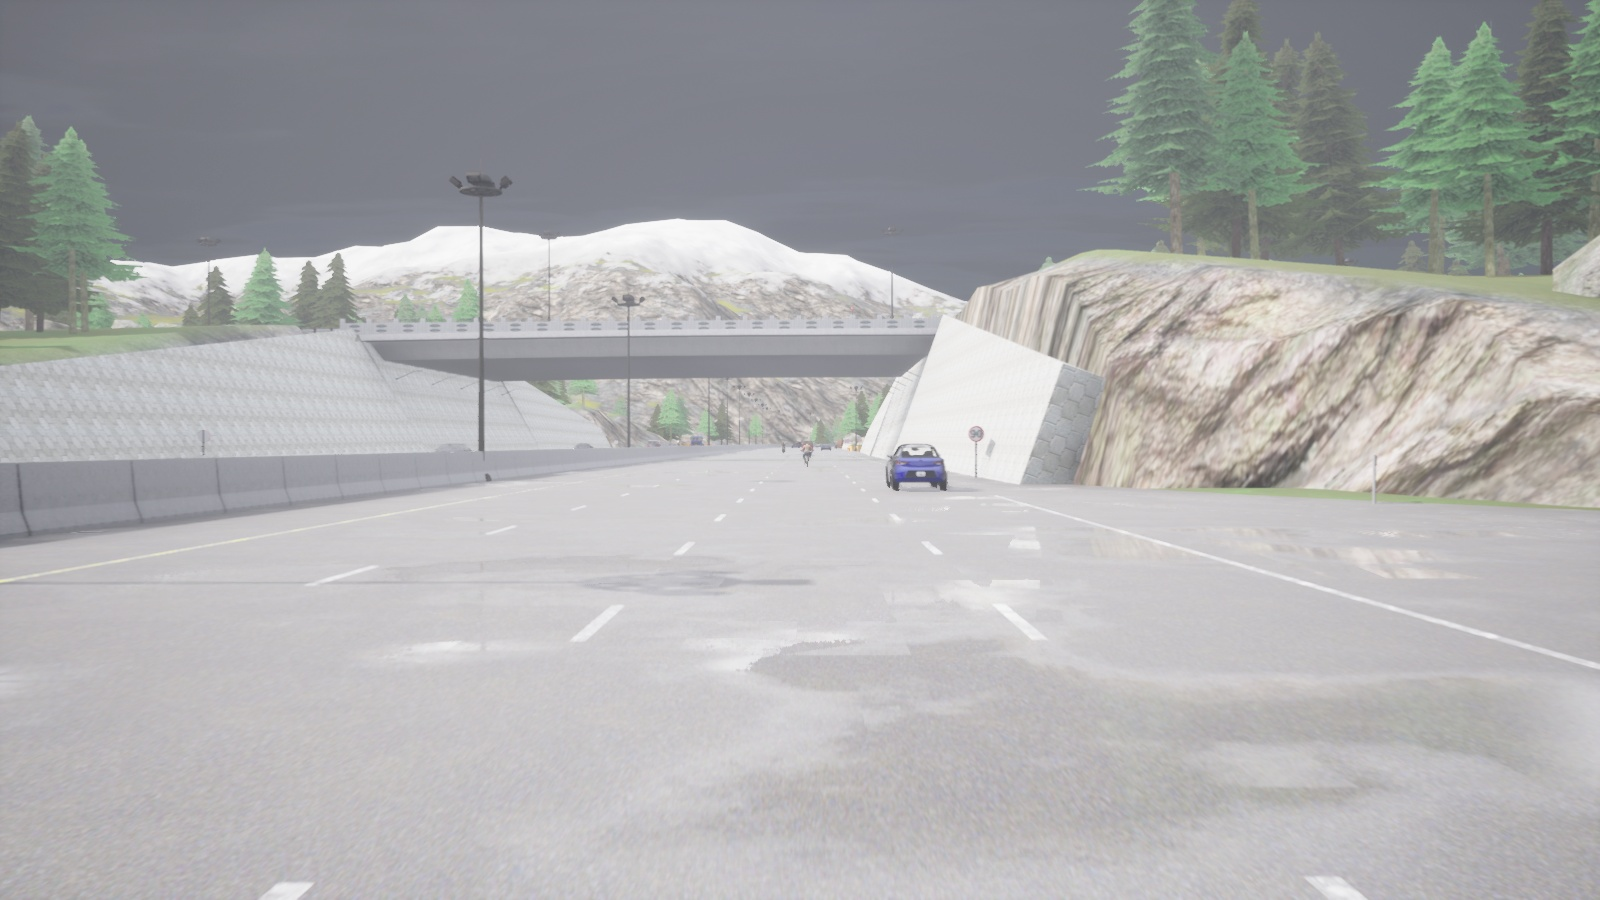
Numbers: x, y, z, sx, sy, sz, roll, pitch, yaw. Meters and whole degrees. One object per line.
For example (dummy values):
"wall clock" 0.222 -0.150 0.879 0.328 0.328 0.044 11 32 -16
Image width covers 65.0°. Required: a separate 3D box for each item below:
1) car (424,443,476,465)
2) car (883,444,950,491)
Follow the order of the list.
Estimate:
"car" -23.995 0.241 86.267 2.163 1.488 4.792 0 0 0
"car" 3.749 0.532 41.055 1.816 1.474 4.193 0 0 0
